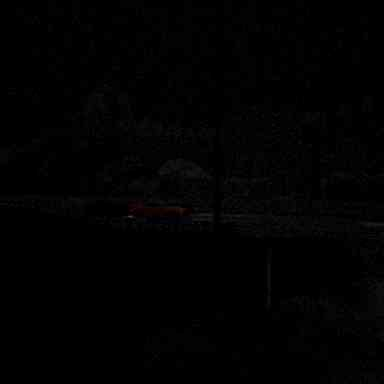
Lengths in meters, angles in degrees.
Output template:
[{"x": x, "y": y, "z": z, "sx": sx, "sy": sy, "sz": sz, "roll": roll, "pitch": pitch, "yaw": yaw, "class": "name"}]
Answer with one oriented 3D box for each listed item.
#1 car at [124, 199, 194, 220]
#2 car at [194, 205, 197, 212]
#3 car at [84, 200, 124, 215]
[{"x": -2.719, "y": 1.471, "z": 27.559, "sx": 5.008, "sy": 1.535, "sz": 1.882, "roll": 0, "pitch": 0, "yaw": 19, "class": "car"}, {"x": -1.911, "y": 1.496, "z": 34.694, "sx": 4.902, "sy": 1.511, "sz": 2.128, "roll": 0, "pitch": 0, "yaw": 19, "class": "car"}, {"x": -8.050, "y": 1.503, "z": 33.143, "sx": 5.357, "sy": 1.411, "sz": 2.033, "roll": 0, "pitch": 0, "yaw": 19, "class": "car"}]
